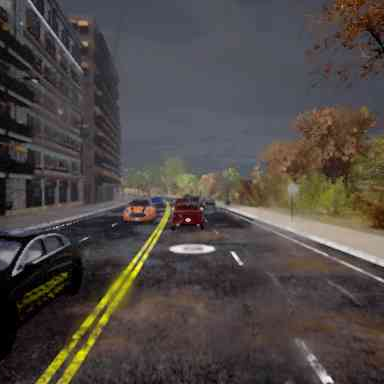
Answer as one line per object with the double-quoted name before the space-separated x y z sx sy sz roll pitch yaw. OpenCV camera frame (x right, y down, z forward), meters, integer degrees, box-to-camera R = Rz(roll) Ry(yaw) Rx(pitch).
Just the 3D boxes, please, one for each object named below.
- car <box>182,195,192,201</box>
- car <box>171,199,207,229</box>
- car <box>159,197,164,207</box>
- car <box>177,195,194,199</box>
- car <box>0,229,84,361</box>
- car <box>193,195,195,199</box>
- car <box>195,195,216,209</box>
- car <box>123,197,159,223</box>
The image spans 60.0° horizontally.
"car" -1.238 1.362 77.389 1.837 1.490 4.892 0 0 -7
"car" -0.298 1.449 21.402 1.882 1.535 5.008 0 0 -2
"car" -5.065 1.407 48.394 1.882 1.535 5.008 0 0 -4
"car" -1.166 1.418 40.039 1.882 1.535 5.008 0 0 -3
"car" -3.413 1.486 5.884 2.128 1.511 4.902 0 0 -1
"car" 0.445 1.375 61.719 1.882 1.535 5.008 0 0 -5
"car" 1.928 1.426 42.609 2.128 1.511 4.902 0 0 -3
"car" -3.893 1.319 25.410 2.097 1.767 4.553 0 0 -2
